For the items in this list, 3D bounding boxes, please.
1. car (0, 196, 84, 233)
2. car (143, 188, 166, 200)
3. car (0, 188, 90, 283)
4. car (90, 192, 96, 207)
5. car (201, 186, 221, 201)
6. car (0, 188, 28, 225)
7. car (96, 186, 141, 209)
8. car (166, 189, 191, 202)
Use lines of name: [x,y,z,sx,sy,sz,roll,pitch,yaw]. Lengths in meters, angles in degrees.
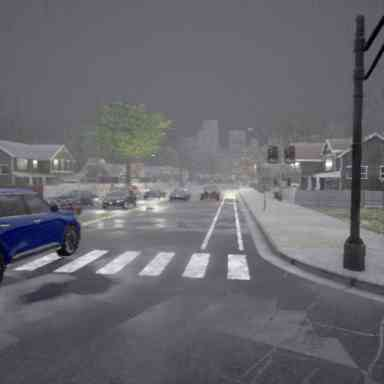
car: [-7.246,0.987,16.351,1.895,1.301,4.718,1,2,7]
car: [-4.393,0.211,39.897,1.895,1.301,4.718,1,2,7]
car: [-4.768,0.898,8.060,2.150,2.045,5.566,1,2,7]
car: [-9.252,0.570,26.802,2.033,1.411,5.357,1,2,7]
car: [2.262,0.027,39.258,2.097,1.767,4.553,1,2,7]
car: [-10.498,0.712,16.497,2.097,1.767,4.553,1,2,7]
car: [-5.878,0.519,27.644,1.837,1.490,4.892,1,2,7]
car: [-1.280,0.292,37.037,1.994,1.385,4.181,1,2,7]
